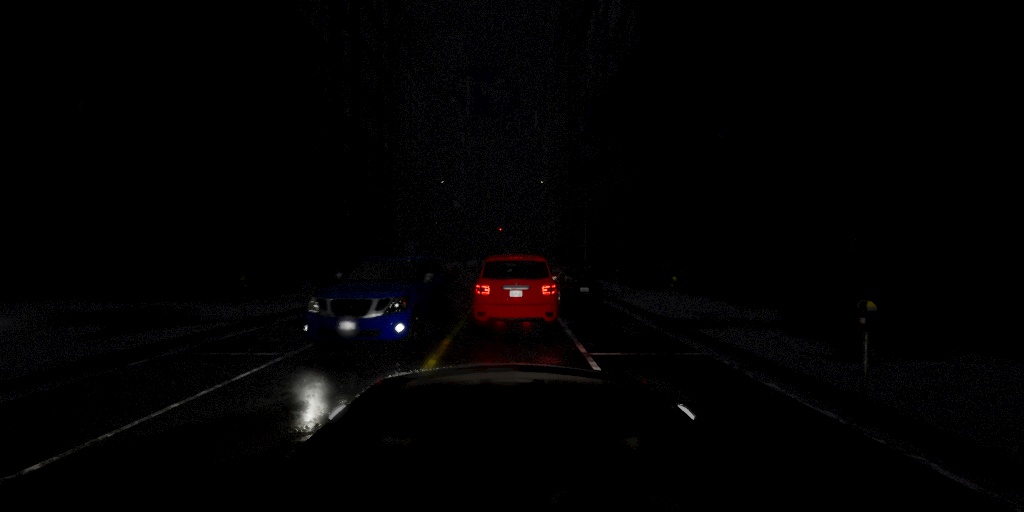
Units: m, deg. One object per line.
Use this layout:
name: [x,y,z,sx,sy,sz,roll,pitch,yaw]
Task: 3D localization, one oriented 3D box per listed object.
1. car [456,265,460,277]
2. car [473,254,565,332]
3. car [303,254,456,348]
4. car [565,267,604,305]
car: [-5.760,1.293,32.179,1.888,1.381,4.507,0,0,0]
car: [0.103,0.970,11.023,2.150,2.045,5.566,0,0,0]
car: [-3.098,0.970,9.541,2.150,2.045,5.566,0,0,0]
car: [2.763,1.313,15.662,1.948,1.339,4.313,0,0,0]
